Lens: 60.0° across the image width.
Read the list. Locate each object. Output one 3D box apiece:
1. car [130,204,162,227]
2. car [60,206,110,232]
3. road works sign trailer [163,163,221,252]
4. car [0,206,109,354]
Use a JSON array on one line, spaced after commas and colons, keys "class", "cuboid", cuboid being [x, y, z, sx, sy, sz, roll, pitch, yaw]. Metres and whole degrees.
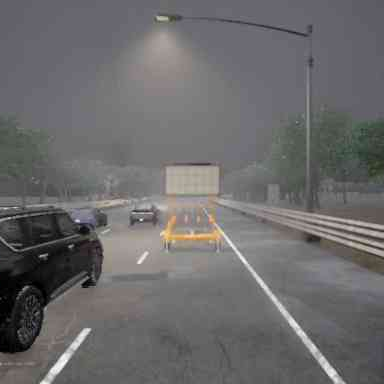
[{"class": "car", "cuboid": [-3.372, 1.664, 24.674, 2.128, 1.511, 4.902, 0, 0, 0]}, {"class": "car", "cuboid": [-6.876, 1.720, 21.879, 1.994, 1.385, 4.181, 0, 0, 0]}, {"class": "road works sign trailer", "cuboid": [0.017, 0.565, 14.322, 2.380, 3.560, 2.880, 0, 0, 0]}, {"class": "car", "cuboid": [-3.390, 1.268, 6.334, 2.150, 2.045, 5.566, 0, 0, 0]}]
